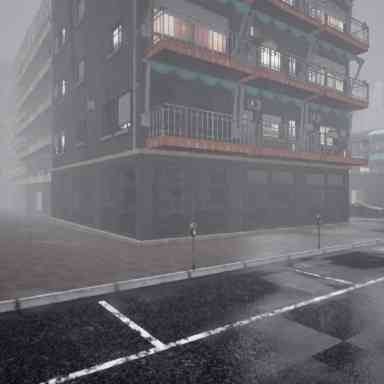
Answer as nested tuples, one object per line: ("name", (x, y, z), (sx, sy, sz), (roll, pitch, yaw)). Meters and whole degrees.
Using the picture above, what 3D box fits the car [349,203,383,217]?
("car", (16.841, 1.766, 33.136), (1.994, 1.385, 4.181), (0, -1, -35))
